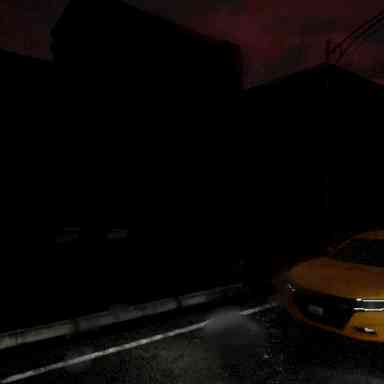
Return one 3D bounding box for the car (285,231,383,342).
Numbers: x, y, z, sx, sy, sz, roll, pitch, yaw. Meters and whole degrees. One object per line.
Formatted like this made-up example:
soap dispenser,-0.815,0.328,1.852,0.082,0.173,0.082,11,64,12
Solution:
car,3.902,1.528,6.415,5.008,1.535,1.882,1,-1,-35
